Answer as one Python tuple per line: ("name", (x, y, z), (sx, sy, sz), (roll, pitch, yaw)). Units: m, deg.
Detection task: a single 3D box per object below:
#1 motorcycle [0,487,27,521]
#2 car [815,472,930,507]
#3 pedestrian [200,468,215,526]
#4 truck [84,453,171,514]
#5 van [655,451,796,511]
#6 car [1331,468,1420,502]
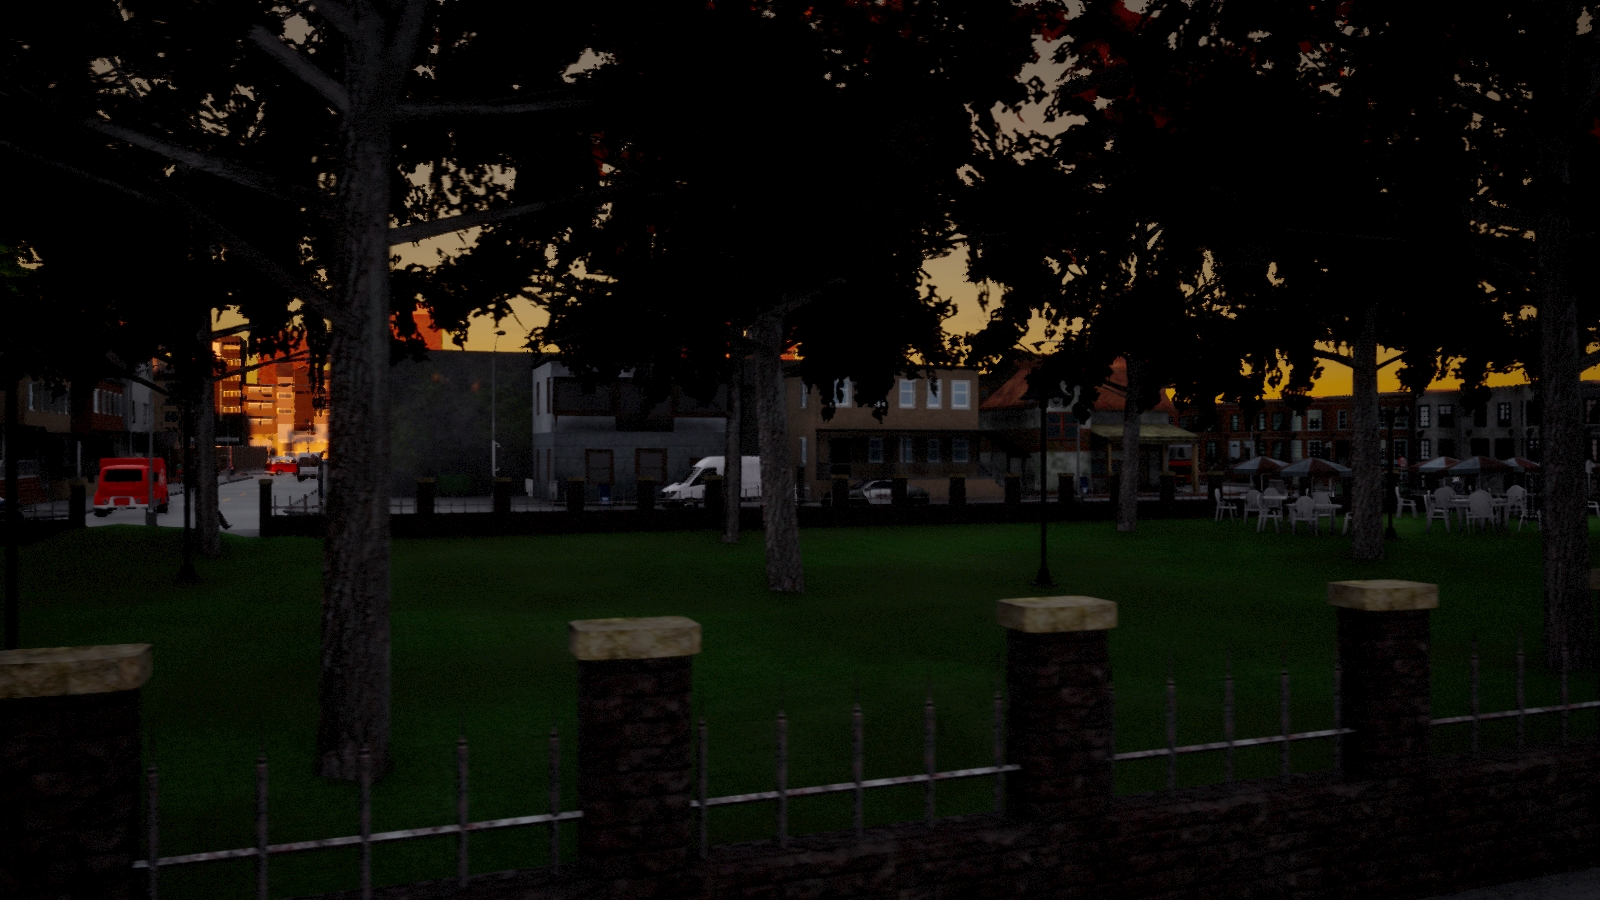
("motorcycle", (-29.462, 1.992, 41.592), (0.803, 1.145, 2.033), (-9, -6, 42))
("car", (3.376, 1.819, 53.379), (4.974, 1.542, 2.038), (0, 0, -21))
("pedestrian", (-19.162, 1.524, 36.961), (0.375, 1.860, 0.375), (0, 0, -20))
("truck", (-28.732, 1.351, 49.025), (2.627, 2.467, 5.204), (0, 0, -24))
("van", (-3.315, 1.315, 50.827), (5.915, 2.561, 1.988), (0, 0, -20))
("car", (29.493, 1.782, 58.573), (3.988, 1.617, 1.851), (0, 0, -20))
